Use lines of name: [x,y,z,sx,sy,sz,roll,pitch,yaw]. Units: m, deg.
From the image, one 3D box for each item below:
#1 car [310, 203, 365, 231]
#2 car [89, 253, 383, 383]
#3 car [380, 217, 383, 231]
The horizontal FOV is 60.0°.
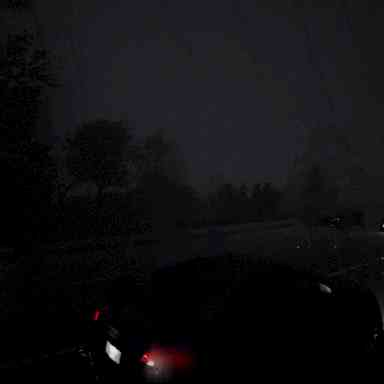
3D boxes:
car: [9.349,1.507,21.278,5.008,1.535,1.882,0,0,-44]
car: [0.808,1.573,4.537,4.181,1.385,1.994,0,0,-37]
car: [12.763,1.592,19.726,4.181,1.385,1.994,0,0,-45]
